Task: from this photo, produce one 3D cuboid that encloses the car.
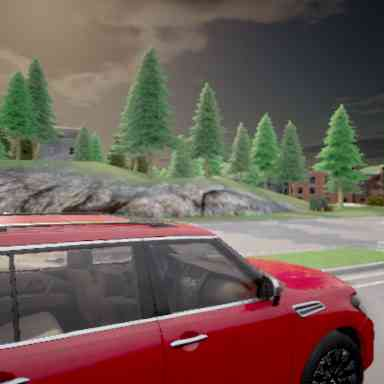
[{"bbox_3d":[-0.674,1.224,3.087,5.566,2.045,2.150,1,-1,-33],"label":"car"}]
